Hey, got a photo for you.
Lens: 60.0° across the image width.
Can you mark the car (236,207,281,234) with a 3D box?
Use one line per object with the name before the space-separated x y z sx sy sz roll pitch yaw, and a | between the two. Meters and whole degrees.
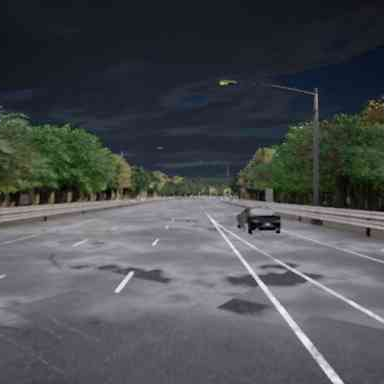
car | 4.046 1.673 20.851 1.882 1.535 5.008 0 -1 -3
